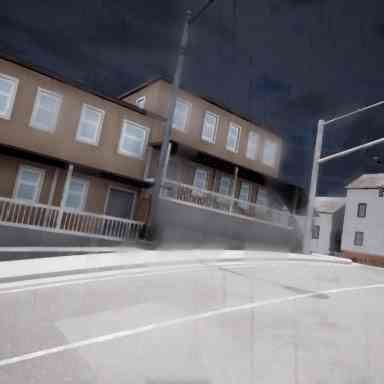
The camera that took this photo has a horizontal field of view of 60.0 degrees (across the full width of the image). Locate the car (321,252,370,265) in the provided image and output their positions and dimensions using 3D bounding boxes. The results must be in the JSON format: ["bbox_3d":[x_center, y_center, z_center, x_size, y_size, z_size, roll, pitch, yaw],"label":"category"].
[{"bbox_3d":[12.360,5.784,28.210,1.895,1.301,4.718,15,-17,-34],"label":"car"}]
